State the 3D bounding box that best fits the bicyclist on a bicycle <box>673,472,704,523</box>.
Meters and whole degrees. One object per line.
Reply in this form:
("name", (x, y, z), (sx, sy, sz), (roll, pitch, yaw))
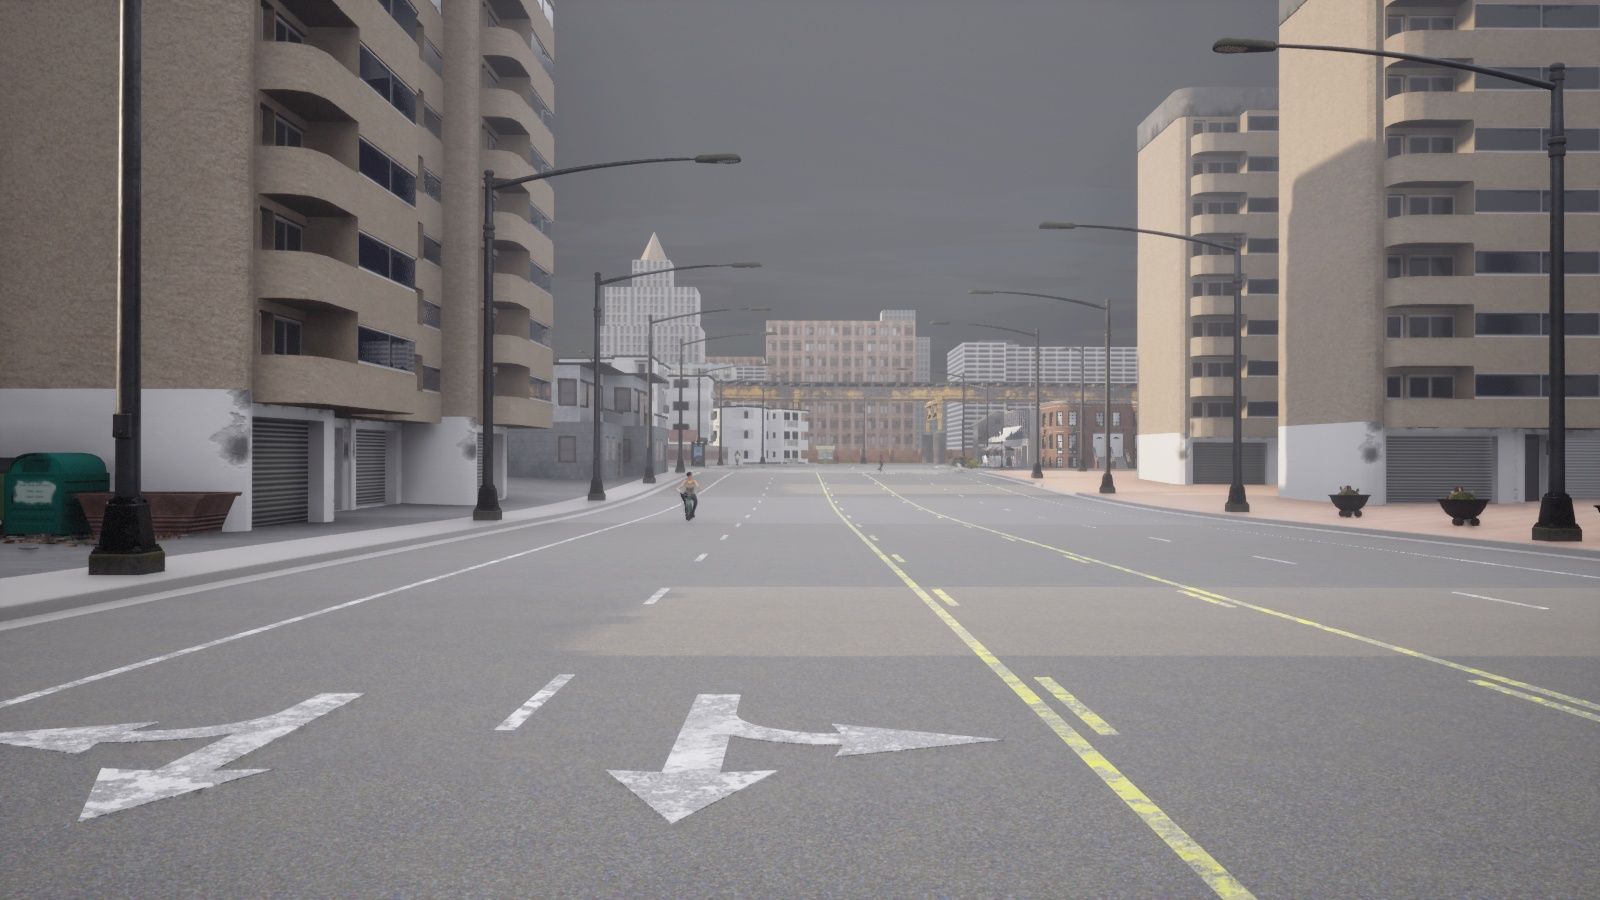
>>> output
("bicyclist on a bicycle", (-3.594, 1.537, 40.725), (0.866, 1.612, 1.509), (0, -1, 0))
